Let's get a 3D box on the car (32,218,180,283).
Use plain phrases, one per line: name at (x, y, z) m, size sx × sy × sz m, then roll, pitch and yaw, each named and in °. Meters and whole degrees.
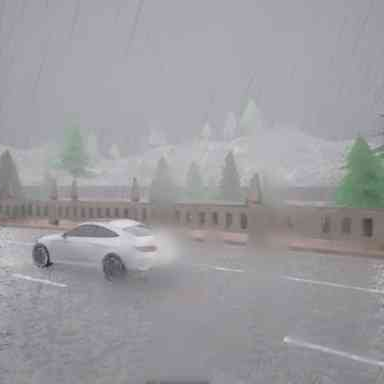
car at (-2.534, 1.484, 9.496) m, size 4.674 × 1.442 × 1.812 m, roll 0°, pitch 0°, yaw 31°
